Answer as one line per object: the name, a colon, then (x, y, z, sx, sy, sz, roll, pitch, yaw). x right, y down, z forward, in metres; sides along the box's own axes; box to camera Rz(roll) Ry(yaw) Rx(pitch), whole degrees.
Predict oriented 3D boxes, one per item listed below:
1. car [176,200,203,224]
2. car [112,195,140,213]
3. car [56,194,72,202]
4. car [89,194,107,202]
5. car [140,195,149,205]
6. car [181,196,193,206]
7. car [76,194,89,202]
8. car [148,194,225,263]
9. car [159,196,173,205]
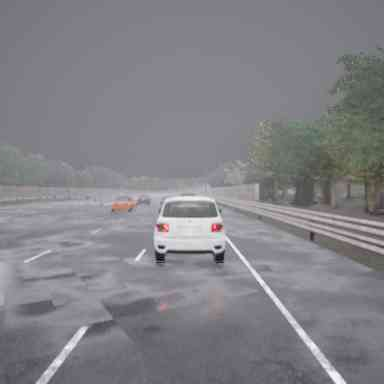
car: (-0.229, 1.427, 25.495, 1.882, 1.535, 5.008, 0, 0, -1)
car: (-7.349, 1.274, 36.431, 2.097, 1.767, 4.553, 0, 0, -1)
car: (-25.748, 1.202, 67.187, 1.837, 1.490, 4.892, 0, 0, -2)
car: (-18.772, 1.196, 68.204, 2.128, 1.511, 4.902, 0, 0, -2)
car: (-7.810, 1.253, 54.619, 2.097, 1.767, 4.553, 0, 0, -2)
car: (-0.821, 1.417, 55.128, 1.837, 1.490, 4.892, 0, -1, -1)
car: (-22.271, 1.189, 68.111, 2.128, 1.511, 4.902, 0, 0, -2)
car: (-0.063, 1.187, 11.996, 2.150, 2.045, 5.566, 0, 0, 0)
car: (-4.374, 1.452, 57.069, 2.033, 1.411, 5.357, 0, 0, -2)
